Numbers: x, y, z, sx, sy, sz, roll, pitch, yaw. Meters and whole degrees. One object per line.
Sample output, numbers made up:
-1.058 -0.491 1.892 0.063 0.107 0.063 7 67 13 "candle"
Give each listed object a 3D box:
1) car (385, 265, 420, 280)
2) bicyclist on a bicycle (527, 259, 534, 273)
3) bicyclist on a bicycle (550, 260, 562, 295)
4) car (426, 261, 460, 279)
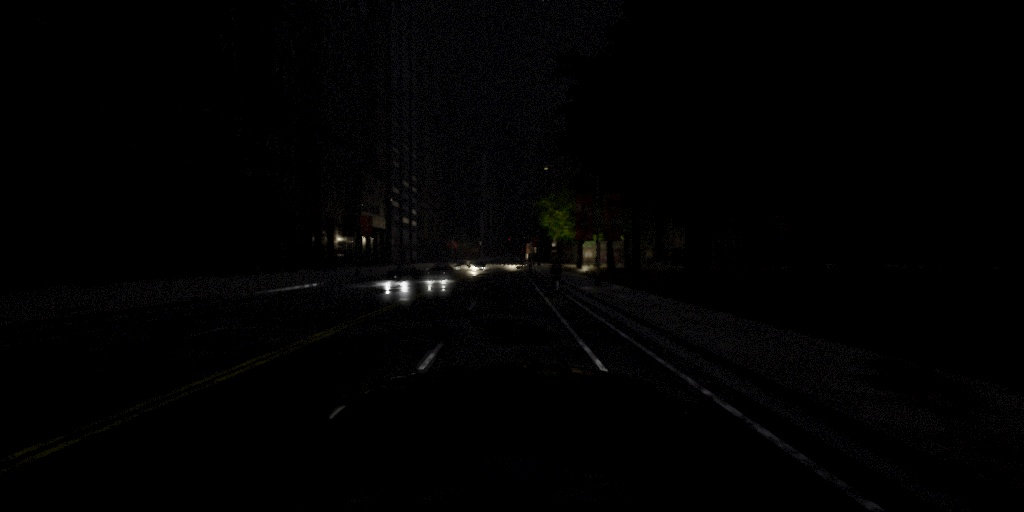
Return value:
-9.852 1.448 32.535 1.895 1.301 4.718 0 0 0 "car"
2.244 1.222 44.293 0.866 1.612 1.509 0 1 0 "bicyclist on a bicycle"
2.248 1.085 18.351 0.659 1.776 1.843 0 0 0 "bicyclist on a bicycle"
-6.603 1.398 33.769 2.033 1.411 5.357 0 0 0 "car"
